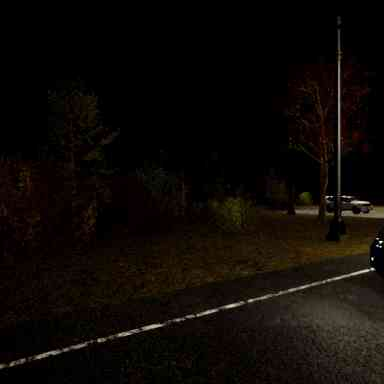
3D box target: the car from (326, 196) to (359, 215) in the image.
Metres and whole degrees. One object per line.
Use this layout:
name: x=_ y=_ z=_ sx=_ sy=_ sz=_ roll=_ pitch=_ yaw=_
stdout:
car: x=18.055 y=1.474 z=38.843 sx=2.150 sy=2.045 sz=5.566 roll=-2 pitch=0 yaw=-32

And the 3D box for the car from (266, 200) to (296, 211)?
car: x=12.724 y=1.881 z=47.881 sx=1.837 sy=1.490 sz=4.892 roll=-2 pitch=1 yaw=-31

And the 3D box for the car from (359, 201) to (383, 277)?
car: x=7.068 y=1.211 z=8.860 sx=5.566 sy=2.045 sz=2.150 roll=0 pitch=0 yaw=-34
